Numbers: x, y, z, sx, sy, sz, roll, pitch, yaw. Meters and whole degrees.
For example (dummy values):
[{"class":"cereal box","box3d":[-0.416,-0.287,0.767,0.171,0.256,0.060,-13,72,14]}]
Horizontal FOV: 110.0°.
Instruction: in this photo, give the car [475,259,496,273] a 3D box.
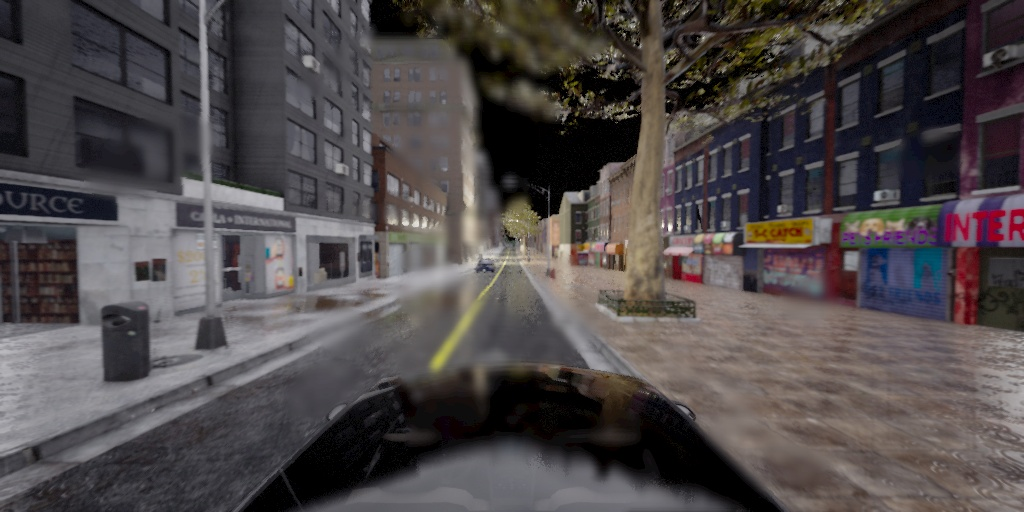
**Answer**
[{"class":"car","box3d":[-2.730,1.010,38.113,2.033,1.411,5.357,0,1,0]}]
